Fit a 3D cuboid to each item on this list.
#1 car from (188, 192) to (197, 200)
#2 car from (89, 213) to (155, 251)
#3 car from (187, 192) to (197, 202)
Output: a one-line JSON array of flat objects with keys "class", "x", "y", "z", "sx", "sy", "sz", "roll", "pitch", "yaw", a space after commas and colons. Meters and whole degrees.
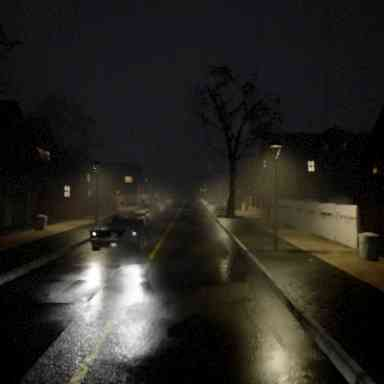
[{"class": "car", "x": 0.005, "y": 1.006, "z": 82.548, "sx": 2.150, "sy": 2.045, "sz": 5.566, "roll": 0, "pitch": 0, "yaw": 0}, {"class": "car", "x": -2.766, "y": 1.574, "z": 14.047, "sx": 1.895, "sy": 1.301, "sz": 4.718, "roll": 0, "pitch": 0, "yaw": 0}, {"class": "car", "x": 0.004, "y": 1.359, "z": 72.080, "sx": 2.033, "sy": 1.411, "sz": 5.357, "roll": 0, "pitch": 0, "yaw": 0}]
